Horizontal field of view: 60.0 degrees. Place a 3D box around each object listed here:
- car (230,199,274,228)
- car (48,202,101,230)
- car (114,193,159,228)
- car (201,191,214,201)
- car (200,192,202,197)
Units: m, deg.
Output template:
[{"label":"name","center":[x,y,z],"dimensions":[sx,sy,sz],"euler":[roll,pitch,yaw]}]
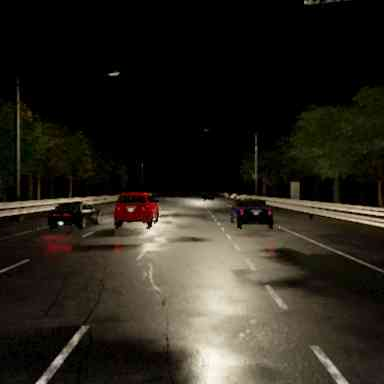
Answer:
[{"label":"car","center":[3.615,1.213,20.872],"dimensions":[2.097,1.767,4.553],"euler":[0,0,0]},{"label":"car","center":[-6.886,1.372,19.876],"dimensions":[1.837,1.490,4.892],"euler":[0,0,0]},{"label":"car","center":[-3.386,1.081,21.071],"dimensions":[2.150,2.045,5.566],"euler":[0,0,0]},{"label":"car","center":[3.560,0.986,69.815],"dimensions":[2.033,1.649,4.856],"euler":[0,0,0]},{"label":"car","center":[3.590,0.717,80.830],"dimensions":[2.150,2.045,5.566],"euler":[0,0,0]}]
